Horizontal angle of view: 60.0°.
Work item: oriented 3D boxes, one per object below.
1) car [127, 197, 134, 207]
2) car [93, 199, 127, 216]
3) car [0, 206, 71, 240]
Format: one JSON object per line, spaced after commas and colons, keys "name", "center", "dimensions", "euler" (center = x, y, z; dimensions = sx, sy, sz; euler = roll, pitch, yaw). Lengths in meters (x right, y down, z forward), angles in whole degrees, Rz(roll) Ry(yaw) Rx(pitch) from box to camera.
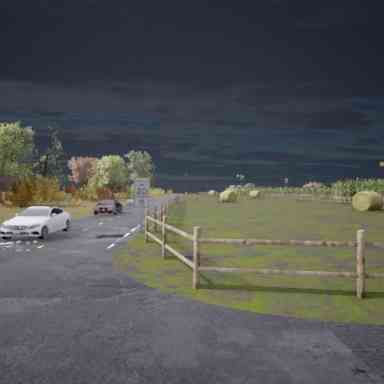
{"name": "car", "center": [-7.781, 1.331, 45.734], "dimensions": [1.895, 1.301, 4.718], "euler": [1, 0, 0]}
{"name": "car", "center": [-7.674, 1.383, 30.734], "dimensions": [1.994, 1.385, 4.181], "euler": [1, 0, 0]}
{"name": "car", "center": [-7.547, 1.434, 16.592], "dimensions": [1.812, 1.442, 4.674], "euler": [1, 1, 0]}
